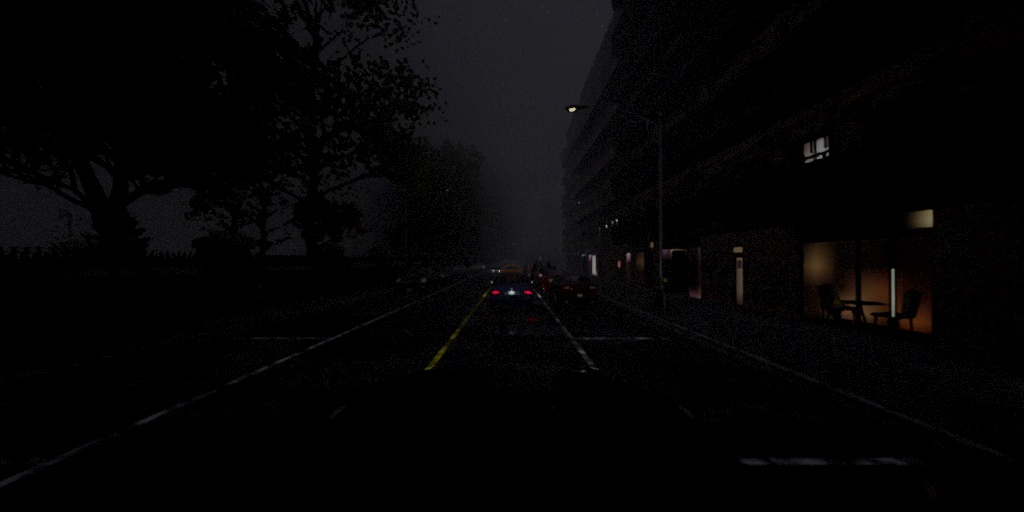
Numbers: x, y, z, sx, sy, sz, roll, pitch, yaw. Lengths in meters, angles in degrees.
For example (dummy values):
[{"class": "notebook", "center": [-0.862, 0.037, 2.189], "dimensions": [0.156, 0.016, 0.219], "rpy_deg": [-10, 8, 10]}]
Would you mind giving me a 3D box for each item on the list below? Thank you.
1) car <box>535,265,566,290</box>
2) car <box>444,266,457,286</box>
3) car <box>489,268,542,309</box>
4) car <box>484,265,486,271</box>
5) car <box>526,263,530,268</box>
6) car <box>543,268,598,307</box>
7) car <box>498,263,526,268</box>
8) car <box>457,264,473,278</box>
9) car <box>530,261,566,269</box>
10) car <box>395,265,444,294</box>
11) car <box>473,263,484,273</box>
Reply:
[{"class": "car", "center": [2.677, 1.495, 21.966], "dimensions": [1.888, 1.381, 4.507], "rpy_deg": [0, 0, 0]}, {"class": "car", "center": [-5.708, 1.447, 27.588], "dimensions": [1.967, 1.591, 4.097], "rpy_deg": [0, 0, 0]}, {"class": "car", "center": [-0.009, 1.435, 15.816], "dimensions": [2.033, 1.411, 5.357], "rpy_deg": [0, -1, 0]}, {"class": "car", "center": [-5.730, 1.911, 61.368], "dimensions": [2.007, 1.370, 4.403], "rpy_deg": [0, 0, 0]}, {"class": "car", "center": [2.669, 1.380, 33.224], "dimensions": [2.192, 1.841, 5.009], "rpy_deg": [0, 0, 0]}, {"class": "car", "center": [2.681, 1.438, 16.335], "dimensions": [1.888, 1.381, 4.507], "rpy_deg": [0, 0, 0]}, {"class": "car", "center": [-0.016, 1.523, 31.302], "dimensions": [1.882, 1.535, 5.008], "rpy_deg": [0, 0, 0]}, {"class": "car", "center": [-5.715, 1.673, 38.849], "dimensions": [2.007, 1.370, 4.403], "rpy_deg": [0, 0, 0]}, {"class": "car", "center": [2.673, 1.447, 27.595], "dimensions": [1.967, 1.591, 4.097], "rpy_deg": [0, 0, 0]}, {"class": "car", "center": [-5.704, 1.390, 21.960], "dimensions": [1.967, 1.591, 4.097], "rpy_deg": [0, 0, 0]}, {"class": "car", "center": [-5.727, 1.825, 55.568], "dimensions": [1.751, 1.417, 4.829], "rpy_deg": [0, 0, 0]}]
